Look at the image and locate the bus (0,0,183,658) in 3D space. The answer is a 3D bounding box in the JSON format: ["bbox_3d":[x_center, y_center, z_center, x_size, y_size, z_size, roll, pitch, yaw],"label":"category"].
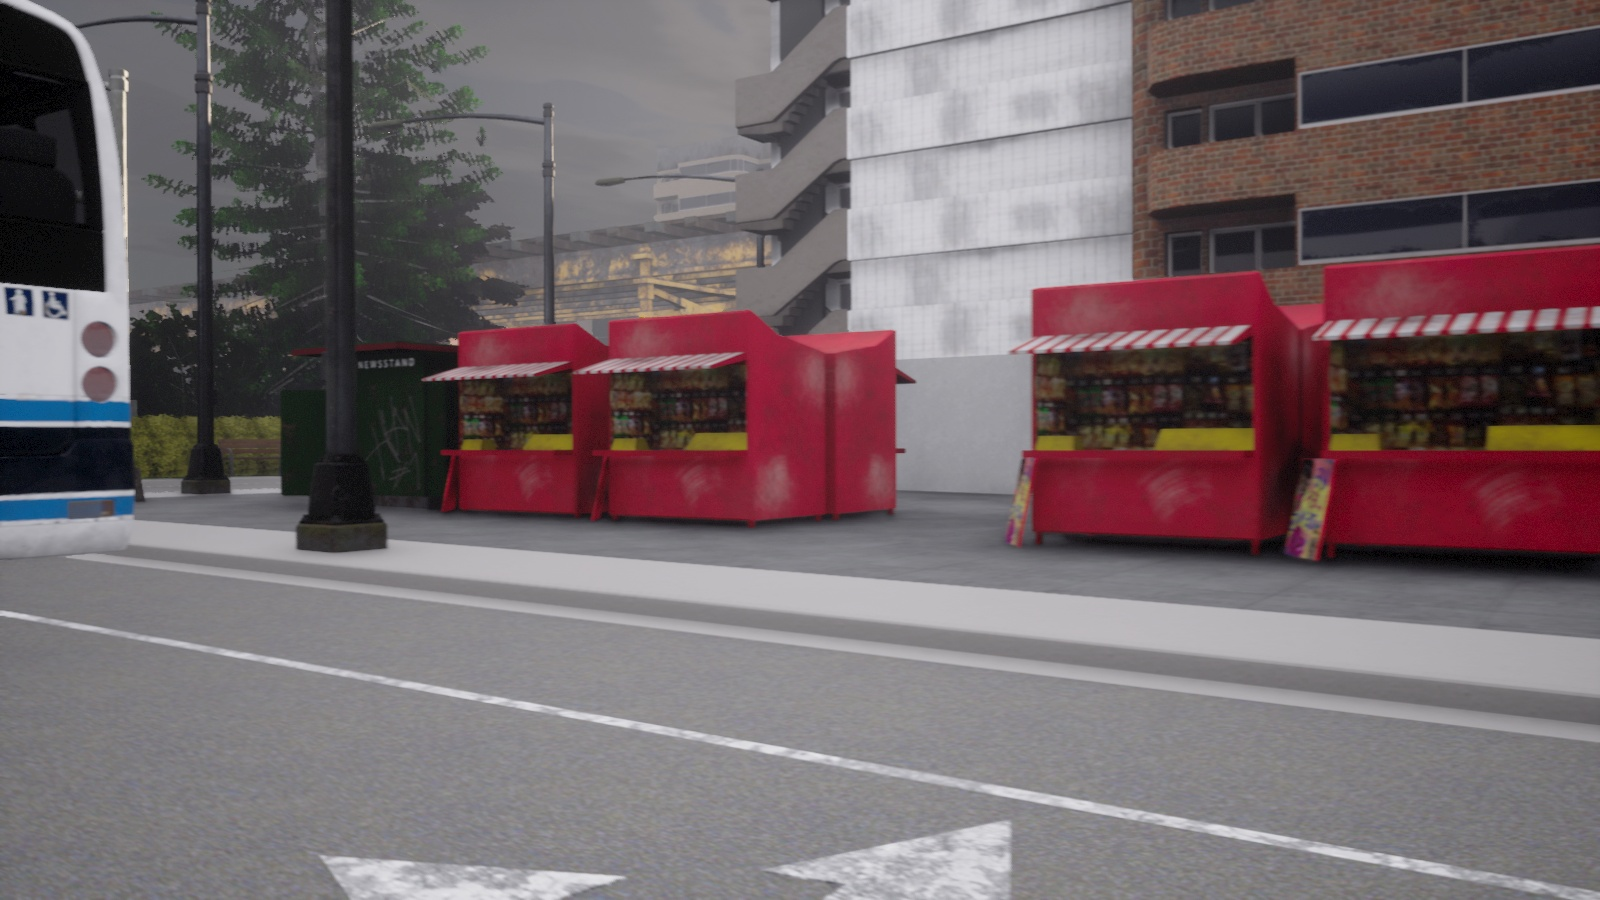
[{"bbox_3d":[-9.844,-0.674,10.174,10.273,4.253,3.944,-2,0,33],"label":"bus"}]

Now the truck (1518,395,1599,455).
[{"bbox_3d":[33.872,-1.088,53.784,5.204,2.467,2.627,-1,0,34],"label":"truck"}]
